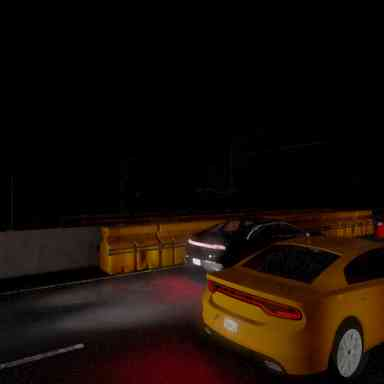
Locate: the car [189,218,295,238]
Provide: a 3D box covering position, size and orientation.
[{"bbox_3d":[2.084,1.492,9.534,4.902,1.511,2.128,0,0,-36],"label":"car"}]

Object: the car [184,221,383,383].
[{"bbox_3d":[2.483,1.478,5.520,5.008,1.535,1.882,0,0,-36],"label":"car"}]
